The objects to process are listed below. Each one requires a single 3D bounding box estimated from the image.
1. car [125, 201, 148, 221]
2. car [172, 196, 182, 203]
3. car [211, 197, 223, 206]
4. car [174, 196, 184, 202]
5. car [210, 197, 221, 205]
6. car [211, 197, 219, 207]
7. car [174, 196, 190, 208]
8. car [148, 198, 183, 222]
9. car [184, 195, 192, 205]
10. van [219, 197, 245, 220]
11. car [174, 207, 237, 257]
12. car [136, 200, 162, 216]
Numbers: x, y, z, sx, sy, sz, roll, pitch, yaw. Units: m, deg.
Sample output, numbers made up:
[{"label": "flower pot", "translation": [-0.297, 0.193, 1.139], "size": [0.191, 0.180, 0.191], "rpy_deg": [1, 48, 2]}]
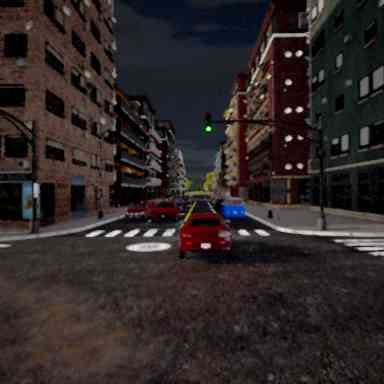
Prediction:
[{"label": "car", "translation": [-4.444, 1.626, 27.931], "size": [1.802, 1.307, 4.206], "rpy_deg": [0, 0, 2]}, {"label": "car", "translation": [-3.184, 1.631, 72.640], "size": [1.802, 1.307, 4.206], "rpy_deg": [0, 0, 2]}, {"label": "car", "translation": [4.189, 1.531, 55.710], "size": [1.752, 1.417, 4.829], "rpy_deg": [0, 0, 2]}, {"label": "car", "translation": [-3.027, 1.614, 78.238], "size": [1.947, 1.339, 4.313], "rpy_deg": [0, 0, 2]}, {"label": "car", "translation": [4.342, 1.588, 61.138], "size": [1.802, 1.307, 4.206], "rpy_deg": [0, 0, 2]}, {"label": "car", "translation": [3.868, 1.570, 44.343], "size": [1.947, 1.339, 4.313], "rpy_deg": [0, 0, 2]}, {"label": "car", "translation": [-1.724, 1.524, 37.741], "size": [2.128, 1.511, 4.902], "rpy_deg": [0, 0, 2]}, {"label": "car", "translation": [-2.035, 1.507, 26.871], "size": [1.882, 1.535, 5.008], "rpy_deg": [0, 0, 2]}, {"label": "car", "translation": [-1.080, 1.388, 58.344], "size": [2.097, 1.767, 4.553], "rpy_deg": [0, 0, 2]}, {"label": "van", "translation": [3.394, 1.340, 27.548], "size": [1.690, 1.788, 3.998], "rpy_deg": [0, 0, 2]}, {"label": "car", "translation": [0.504, 1.511, 12.720], "size": [1.812, 1.442, 4.674], "rpy_deg": [-1, 0, 2]}, {"label": "car", "translation": [-4.287, 1.591, 33.517], "size": [1.887, 1.381, 4.507], "rpy_deg": [0, 0, 2]}]
